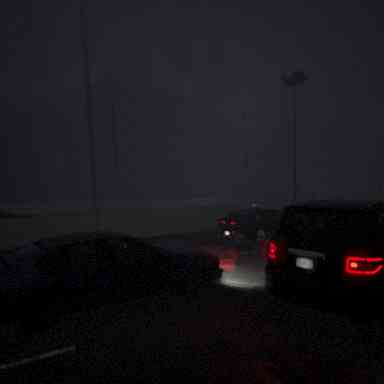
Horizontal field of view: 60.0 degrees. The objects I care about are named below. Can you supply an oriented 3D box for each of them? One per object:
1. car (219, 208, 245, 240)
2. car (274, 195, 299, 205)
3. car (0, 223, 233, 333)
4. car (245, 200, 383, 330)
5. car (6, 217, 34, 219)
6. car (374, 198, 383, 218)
[{"bbox_3d":[3.332,1.437,15.356,4.892,1.490,1.837,-1,0,-39],"label":"car"},{"bbox_3d":[14.699,1.252,51.461,1.837,1.490,4.892,0,0,40],"label":"car"},{"bbox_3d":[-1.874,1.541,6.809,5.357,1.411,2.033,-1,0,-37],"label":"car"},{"bbox_3d":[3.856,1.176,6.784,5.566,2.045,2.150,0,0,-38],"label":"car"},{"bbox_3d":[-11.203,1.570,17.553,5.357,1.411,2.033,-1,0,-36],"label":"car"},{"bbox_3d":[17.131,1.278,27.901,5.008,1.535,1.882,-1,0,-45],"label":"car"}]
